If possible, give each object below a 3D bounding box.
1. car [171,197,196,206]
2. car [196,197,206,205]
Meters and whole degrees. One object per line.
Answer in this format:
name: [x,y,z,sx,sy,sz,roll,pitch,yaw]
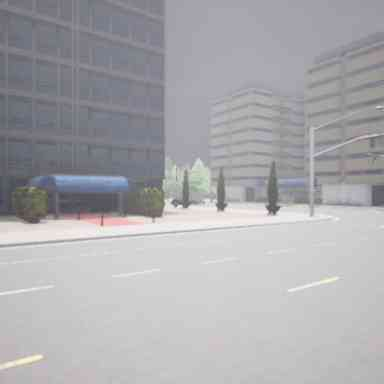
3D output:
car: [-1.785,1.634,57.047,1.994,1.385,4.181,0,0,-35]
car: [0.629,1.569,59.730,2.128,1.511,4.902,0,0,-35]
